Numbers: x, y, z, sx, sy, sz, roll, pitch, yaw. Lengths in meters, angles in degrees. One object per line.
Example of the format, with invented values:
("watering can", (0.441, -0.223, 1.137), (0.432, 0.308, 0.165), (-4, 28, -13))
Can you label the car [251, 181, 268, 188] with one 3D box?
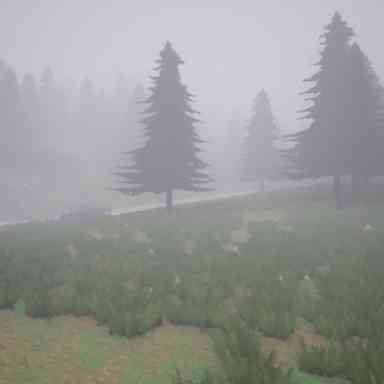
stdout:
("car", (11.770, -1.072, 54.539), (4.674, 1.442, 1.812), (-5, 3, -33))

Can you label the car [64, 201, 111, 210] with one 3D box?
("car", (-9.308, 1.610, 29.509), (2.097, 1.767, 4.553), (0, 6, 32))
